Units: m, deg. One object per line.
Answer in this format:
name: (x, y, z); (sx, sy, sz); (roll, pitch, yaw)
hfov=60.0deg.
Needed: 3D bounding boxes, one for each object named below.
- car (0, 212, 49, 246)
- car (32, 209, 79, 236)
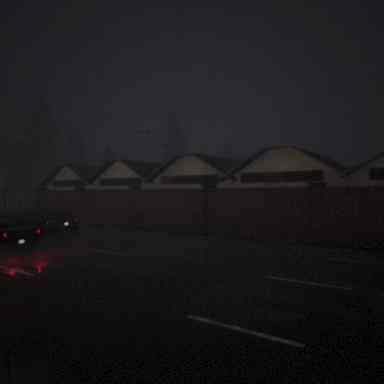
car: (-8.485, 1.653, 14.331); (4.718, 1.301, 1.895); (0, 0, 36)
car: (-8.135, 1.624, 18.380); (4.181, 1.385, 1.994); (0, 0, 36)
